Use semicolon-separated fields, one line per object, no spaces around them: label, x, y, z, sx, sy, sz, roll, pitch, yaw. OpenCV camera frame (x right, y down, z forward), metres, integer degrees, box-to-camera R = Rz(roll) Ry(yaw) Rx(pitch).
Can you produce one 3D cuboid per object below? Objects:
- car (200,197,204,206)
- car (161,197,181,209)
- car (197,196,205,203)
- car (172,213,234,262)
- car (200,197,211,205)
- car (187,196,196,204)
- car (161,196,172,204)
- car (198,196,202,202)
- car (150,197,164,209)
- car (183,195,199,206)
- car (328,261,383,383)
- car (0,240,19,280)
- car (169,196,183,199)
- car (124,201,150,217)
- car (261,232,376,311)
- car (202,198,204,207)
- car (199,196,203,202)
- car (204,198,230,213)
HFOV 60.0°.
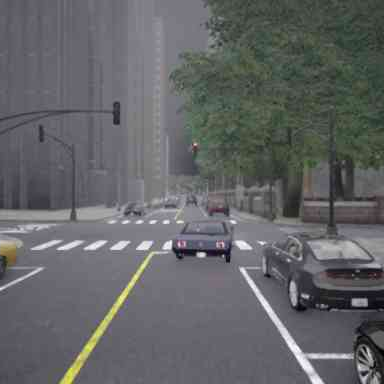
car;2.703;1.848;50.689;2.008;1.369;4.403;0;0;0
car;-3.144;1.896;50.317;1.895;1.301;4.718;0;0;0
car;2.286;1.874;84.946;2.097;1.767;4.553;0;0;0
car;0.622;1.672;12.483;1.895;1.301;4.718;0;0;9
car;2.683;1.842;67.059;1.967;1.590;4.097;0;0;0
car;-0.089;1.730;74.823;2.097;1.767;4.553;0;0;0
car;-5.855;1.788;77.958;2.192;1.841;5.009;0;0;0
car;2.690;1.807;61.603;1.967;1.590;4.097;0;0;0
car;-5.822;1.848;50.671;2.008;1.369;4.403;0;0;0
car;-0.040;1.596;62.887;2.150;2.045;5.566;0;0;1
car;2.762;1.578;2.143;1.947;1.339;4.313;0;0;0
car;-5.769;1.566;7.467;1.752;1.417;4.829;0;0;0
car;-3.081;1.959;66.537;2.033;1.411;5.357;0;0;0
car;-5.802;1.759;34.301;1.947;1.339;4.313;0;0;0
car;2.756;1.592;7.656;2.008;1.369;4.403;0;0;0
car;2.710;1.828;45.233;1.947;1.339;4.313;0;0;0
car;2.697;1.883;56.146;2.008;1.369;4.403;0;0;0
car;2.723;1.508;34.322;2.192;1.841;5.009;0;0;0
